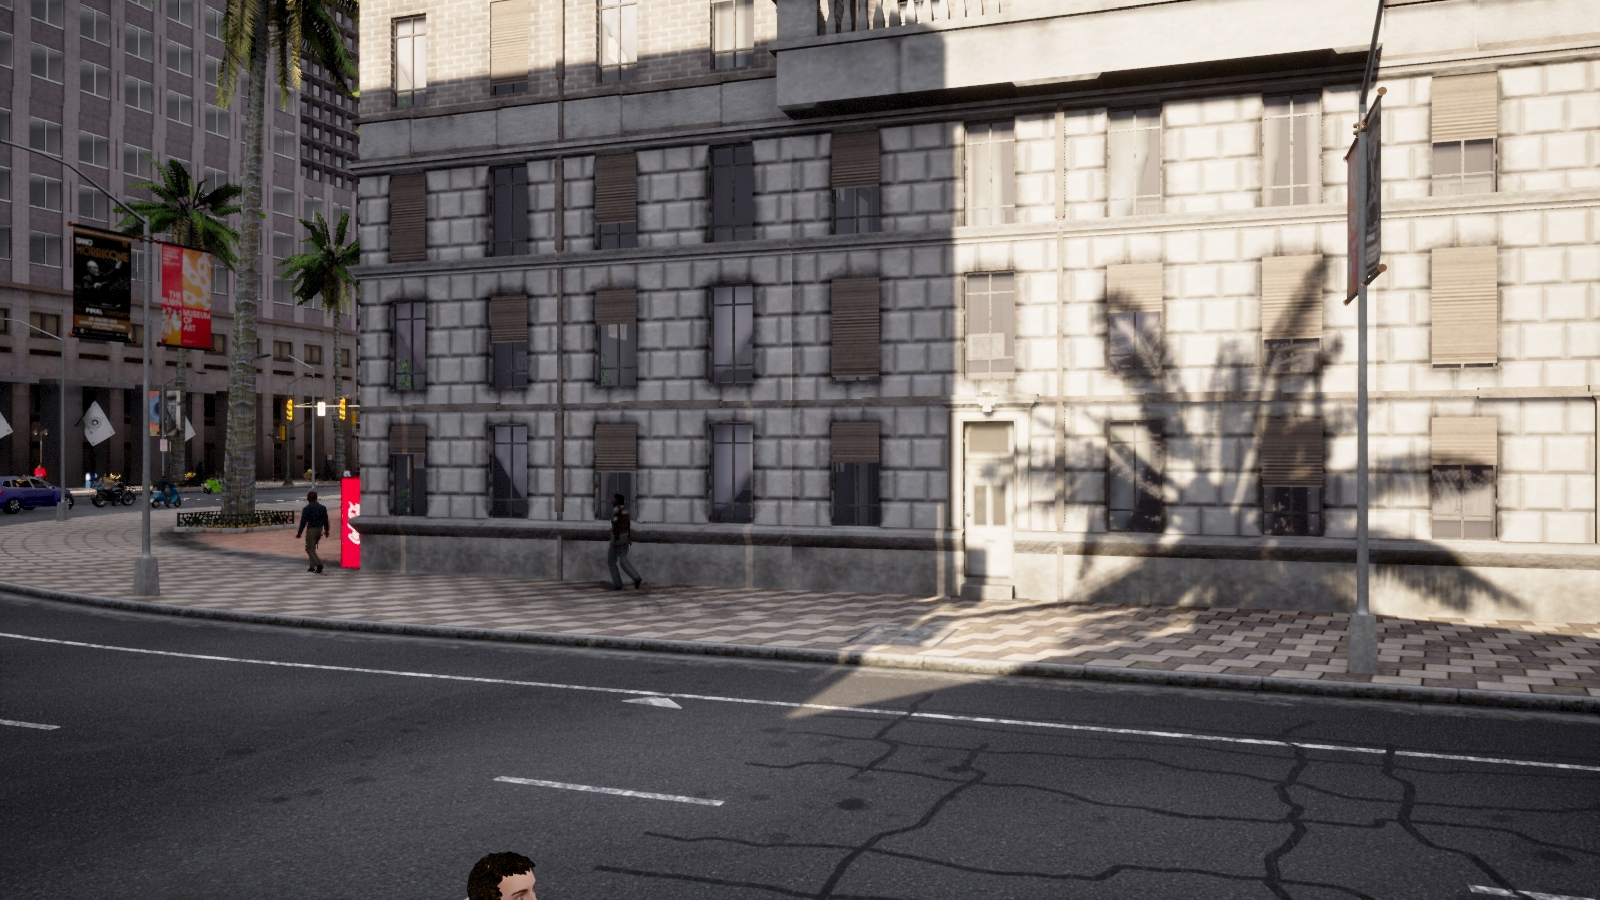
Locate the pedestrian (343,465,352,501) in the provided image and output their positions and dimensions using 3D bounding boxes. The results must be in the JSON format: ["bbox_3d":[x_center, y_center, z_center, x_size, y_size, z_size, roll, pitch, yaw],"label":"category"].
[{"bbox_3d":[-23.434,1.696,59.185,0.375,1.860,0.375,0,0,-12],"label":"pedestrian"}]

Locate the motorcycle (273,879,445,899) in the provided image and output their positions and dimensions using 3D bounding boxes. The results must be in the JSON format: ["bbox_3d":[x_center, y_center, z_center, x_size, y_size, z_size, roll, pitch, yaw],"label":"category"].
[{"bbox_3d":[-1.030,2.213,3.640,2.033,1.145,0.803,0,0,20],"label":"motorcycle"}]

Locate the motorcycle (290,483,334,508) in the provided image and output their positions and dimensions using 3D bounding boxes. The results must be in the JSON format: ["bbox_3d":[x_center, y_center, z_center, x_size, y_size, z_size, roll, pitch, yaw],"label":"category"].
[{"bbox_3d":[-23.941,2.213,56.075,0.803,1.145,2.033,1,0,20],"label":"motorcycle"}]

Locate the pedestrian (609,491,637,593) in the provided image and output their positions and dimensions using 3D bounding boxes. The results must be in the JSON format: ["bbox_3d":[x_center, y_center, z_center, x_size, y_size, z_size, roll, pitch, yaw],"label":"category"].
[{"bbox_3d":[-3.290,1.696,21.278,0.375,1.860,0.375,0,0,23],"label":"pedestrian"}]

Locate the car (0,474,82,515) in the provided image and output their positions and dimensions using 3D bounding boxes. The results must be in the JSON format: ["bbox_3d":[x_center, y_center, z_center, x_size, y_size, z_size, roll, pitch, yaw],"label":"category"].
[{"bbox_3d":[-35.215,1.968,51.598,2.242,1.667,4.611,0,0,9],"label":"car"}]

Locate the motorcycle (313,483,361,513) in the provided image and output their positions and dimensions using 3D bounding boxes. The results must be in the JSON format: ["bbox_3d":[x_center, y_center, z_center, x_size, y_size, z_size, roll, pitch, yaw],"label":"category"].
[{"bbox_3d":[-21.134,2.170,52.239,0.764,1.277,2.356,0,0,16],"label":"motorcycle"}]

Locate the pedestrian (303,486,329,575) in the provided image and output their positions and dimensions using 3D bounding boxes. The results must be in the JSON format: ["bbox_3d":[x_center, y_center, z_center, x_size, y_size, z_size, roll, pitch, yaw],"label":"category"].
[{"bbox_3d":[-10.253,1.696,24.214,0.375,1.860,0.375,0,0,39],"label":"pedestrian"}]
